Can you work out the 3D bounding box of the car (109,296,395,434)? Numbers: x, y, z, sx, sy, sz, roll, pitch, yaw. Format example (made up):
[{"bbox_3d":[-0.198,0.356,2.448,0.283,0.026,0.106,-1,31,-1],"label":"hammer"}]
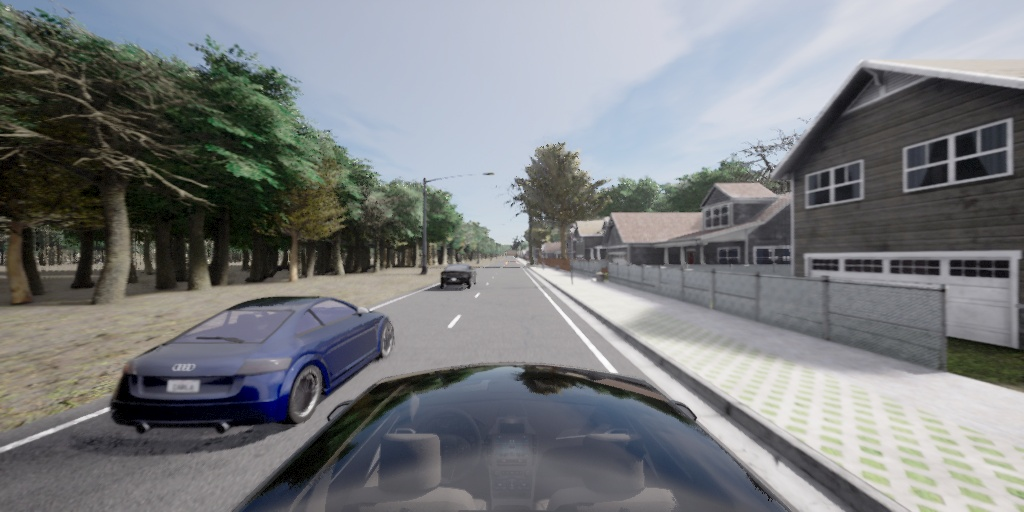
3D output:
[{"bbox_3d":[-3.400,1.312,5.717,1.994,1.385,4.181,0,0,0],"label":"car"}]

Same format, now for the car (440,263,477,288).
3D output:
[{"bbox_3d":[-3.408,1.223,23.469,1.882,1.535,5.008,0,0,0],"label":"car"}]
